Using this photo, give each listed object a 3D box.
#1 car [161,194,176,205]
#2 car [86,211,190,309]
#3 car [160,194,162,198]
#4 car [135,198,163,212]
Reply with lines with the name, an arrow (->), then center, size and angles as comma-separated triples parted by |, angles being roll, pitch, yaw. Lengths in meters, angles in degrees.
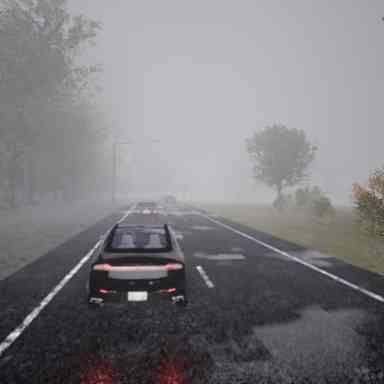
car -> -3.649, 1.282, 54.684 | 1.882, 1.535, 5.008 | 1, 0, -7
car -> -1.177, 1.450, 7.755 | 2.128, 1.511, 4.902 | 1, 0, -7
car -> -6.078, 1.219, 72.897 | 1.837, 1.490, 4.892 | 1, 0, -7
car -> -3.499, 1.420, 25.911 | 2.033, 1.411, 5.357 | 1, 0, -7
